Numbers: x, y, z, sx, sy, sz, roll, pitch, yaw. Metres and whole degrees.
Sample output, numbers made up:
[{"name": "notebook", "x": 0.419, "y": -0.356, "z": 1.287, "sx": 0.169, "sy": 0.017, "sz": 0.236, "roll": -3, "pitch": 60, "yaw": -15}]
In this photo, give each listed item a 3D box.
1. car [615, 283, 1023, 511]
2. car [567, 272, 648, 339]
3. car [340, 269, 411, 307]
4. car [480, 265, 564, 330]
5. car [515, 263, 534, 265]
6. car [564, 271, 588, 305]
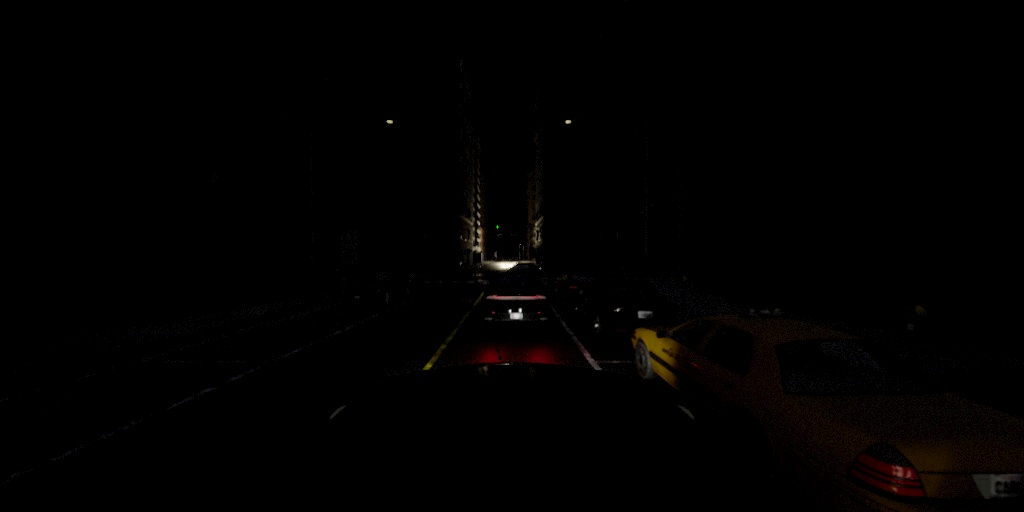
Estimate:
[{"name": "car", "x": 2.875, "y": 1.267, "z": 4.356, "sx": 1.751, "sy": 1.417, "sz": 4.829, "roll": 0, "pitch": 0, "yaw": 0}, {"name": "car", "x": 2.879, "y": 1.290, "z": 9.772, "sx": 1.948, "sy": 1.339, "sz": 4.313, "roll": 0, "pitch": 0, "yaw": 0}, {"name": "car", "x": -5.663, "y": 1.252, "z": 15.360, "sx": 1.888, "sy": 1.381, "sz": 4.507, "roll": 0, "pitch": 0, "yaw": 0}, {"name": "car", "x": 0.103, "y": 1.213, "z": 10.994, "sx": 2.128, "sy": 1.511, "sz": 4.902, "roll": 0, "pitch": 0, "yaw": 0}, {"name": "car", "x": 1.048, "y": 1.216, "z": 27.168, "sx": 2.033, "sy": 1.411, "sz": 5.357, "roll": 0, "pitch": 0, "yaw": 14}, {"name": "car", "x": 2.882, "y": 1.288, "z": 15.358, "sx": 1.802, "sy": 1.307, "sz": 4.207, "roll": 0, "pitch": 0, "yaw": 0}]
